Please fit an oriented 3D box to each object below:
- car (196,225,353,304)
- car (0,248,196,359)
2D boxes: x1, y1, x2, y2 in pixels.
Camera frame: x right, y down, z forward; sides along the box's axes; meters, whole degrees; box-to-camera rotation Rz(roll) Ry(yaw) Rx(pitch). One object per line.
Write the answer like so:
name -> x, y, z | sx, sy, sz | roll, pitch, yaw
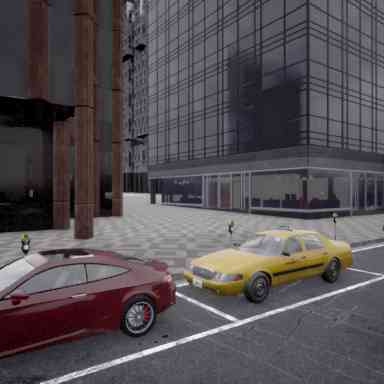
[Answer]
car -> 2.064, 1.525, 8.159 | 4.829, 1.417, 1.752 | 0, 0, -36
car -> -2.209, 1.582, 5.078 | 4.206, 1.307, 1.802 | 0, 0, -36
